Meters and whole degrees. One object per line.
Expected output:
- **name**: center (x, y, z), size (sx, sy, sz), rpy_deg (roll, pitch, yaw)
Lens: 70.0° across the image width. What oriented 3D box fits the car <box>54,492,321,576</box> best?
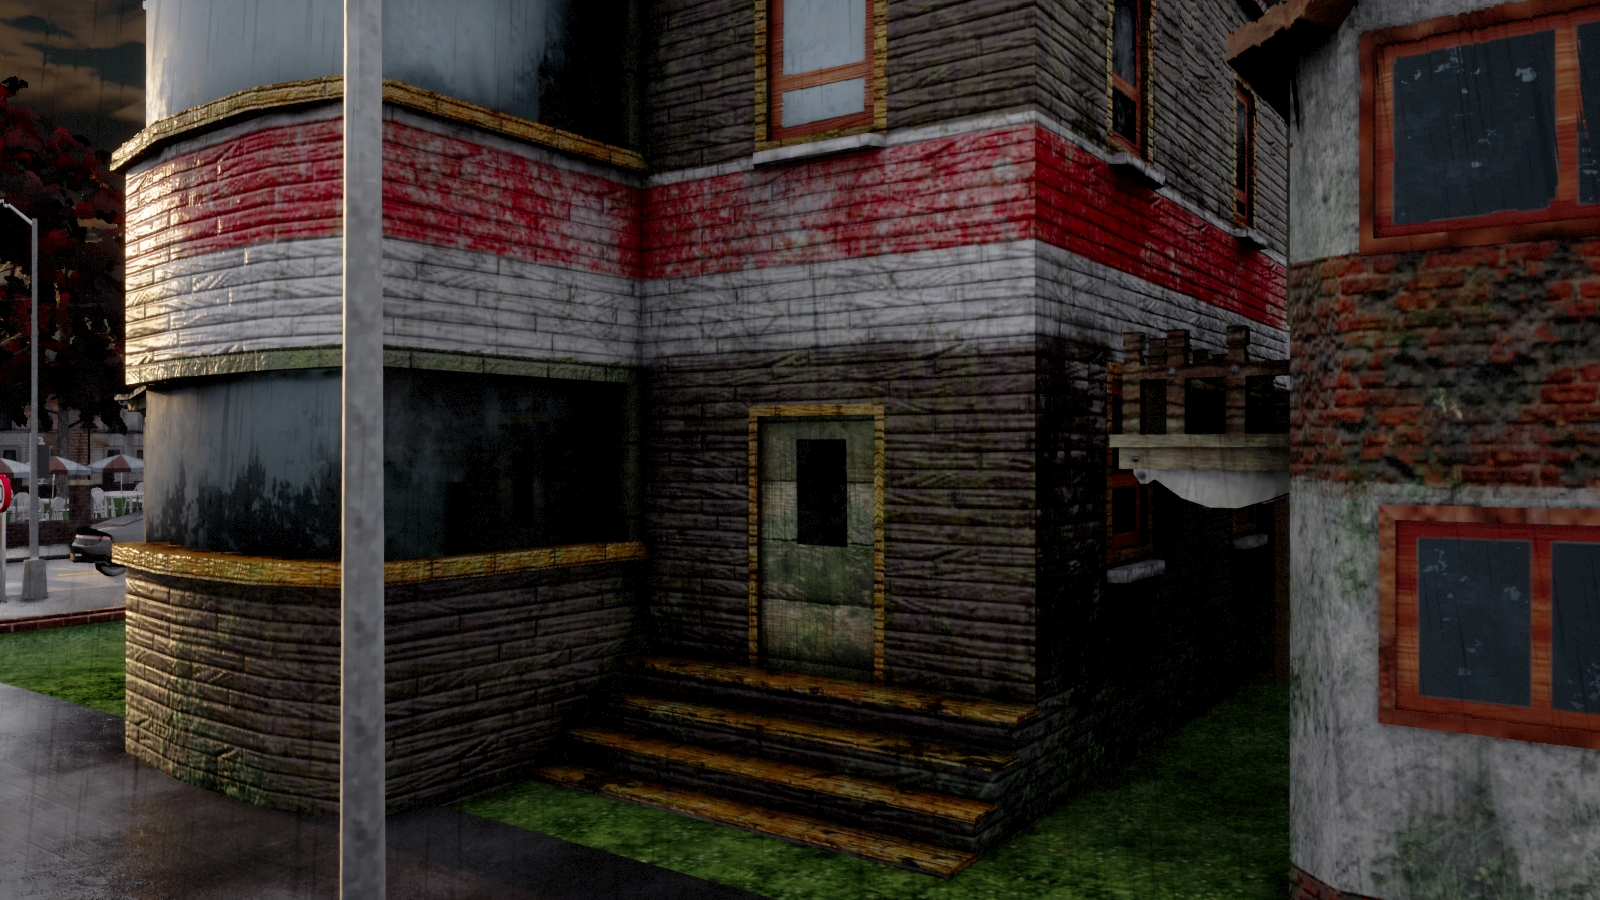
- **car**: center (-13.748, 1.817, 25.958), size (2.128, 1.511, 4.902), rpy_deg (0, 0, 34)
